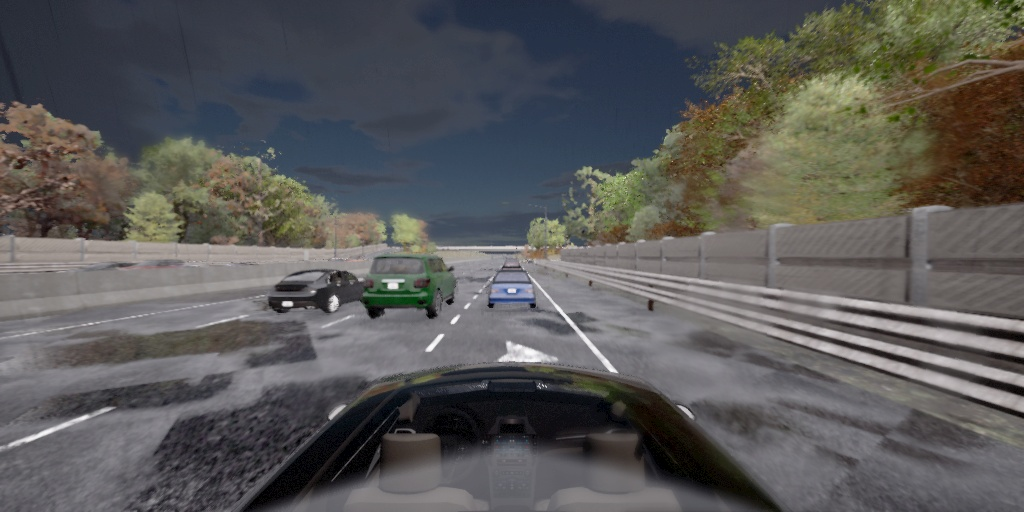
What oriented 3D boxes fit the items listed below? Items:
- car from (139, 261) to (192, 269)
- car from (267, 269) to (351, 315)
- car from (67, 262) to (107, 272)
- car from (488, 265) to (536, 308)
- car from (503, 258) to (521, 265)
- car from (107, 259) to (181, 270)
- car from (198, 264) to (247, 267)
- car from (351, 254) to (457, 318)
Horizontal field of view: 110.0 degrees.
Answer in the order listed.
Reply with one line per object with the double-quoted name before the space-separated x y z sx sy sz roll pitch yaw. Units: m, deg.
"car" -24.596 1.300 27.069 1.895 1.301 4.718 0 0 0
"car" -6.904 1.227 13.454 1.837 1.490 4.892 0 0 0
"car" -31.588 1.203 28.101 1.837 1.490 4.892 0 0 0
"car" -0.005 1.268 15.095 2.033 1.411 5.357 0 0 0
"car" -0.012 1.192 29.748 2.128 1.511 4.902 0 0 0
"car" -28.090 1.048 28.262 2.097 1.767 4.553 0 0 0
"car" -21.095 1.263 27.145 1.994 1.385 4.181 0 0 0
"car" -3.405 0.945 12.946 2.150 2.045 5.566 0 0 0
